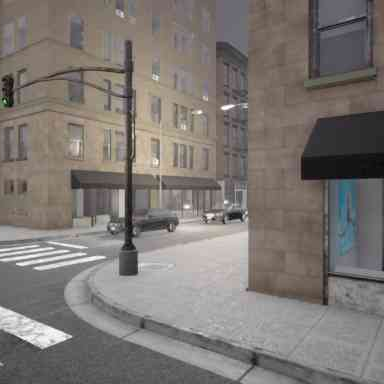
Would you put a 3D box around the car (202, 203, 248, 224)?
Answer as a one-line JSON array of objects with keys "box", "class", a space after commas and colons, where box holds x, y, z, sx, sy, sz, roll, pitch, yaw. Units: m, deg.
[{"box": [2.695, 1.641, 26.299, 2.128, 1.511, 4.902, 0, 0, 35], "class": "car"}]

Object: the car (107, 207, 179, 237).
[{"box": [-2.612, 1.620, 18.829, 1.812, 1.442, 4.674, 0, 0, 37], "class": "car"}]
